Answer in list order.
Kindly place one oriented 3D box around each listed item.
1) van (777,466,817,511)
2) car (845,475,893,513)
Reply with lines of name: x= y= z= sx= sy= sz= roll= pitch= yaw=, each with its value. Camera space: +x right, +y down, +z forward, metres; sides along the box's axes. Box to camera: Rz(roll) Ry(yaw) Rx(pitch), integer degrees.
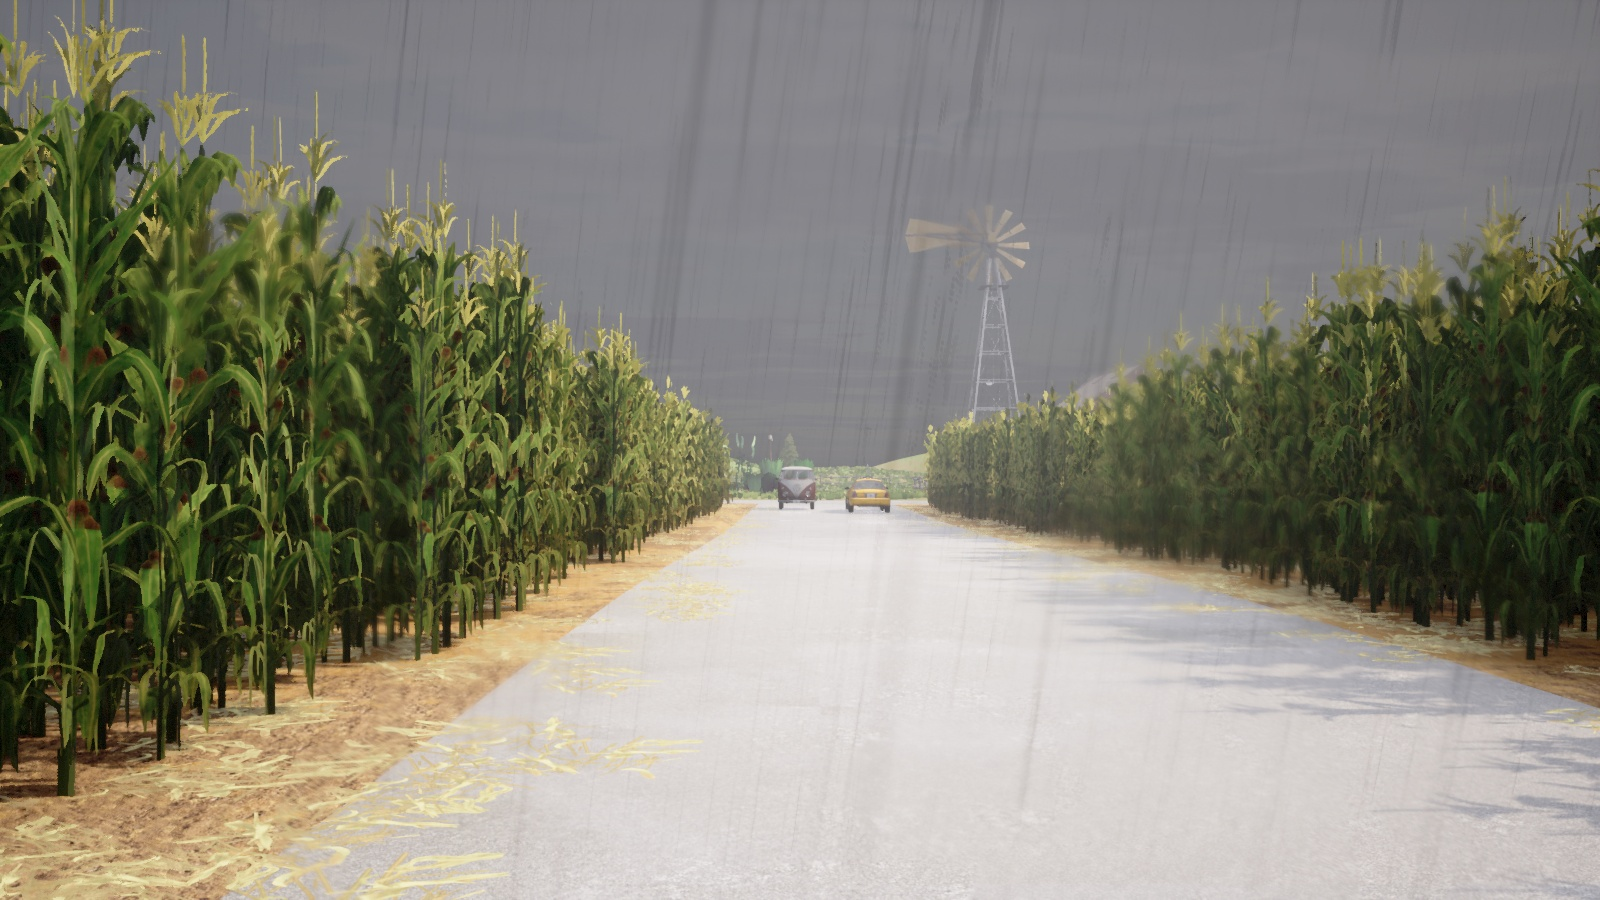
van: x=-0.135 y=1.756 z=58.316 sx=1.775 sy=1.987 sz=4.442 roll=0 pitch=-1 yaw=0
car: x=2.978 y=1.878 z=55.128 sx=1.801 sy=1.575 sz=5.366 roll=0 pitch=-1 yaw=0
